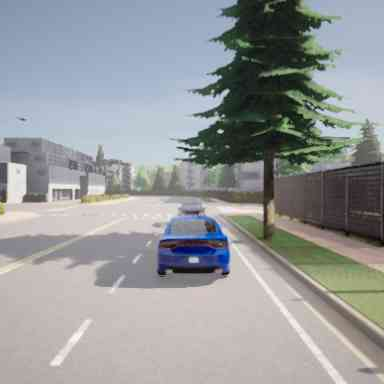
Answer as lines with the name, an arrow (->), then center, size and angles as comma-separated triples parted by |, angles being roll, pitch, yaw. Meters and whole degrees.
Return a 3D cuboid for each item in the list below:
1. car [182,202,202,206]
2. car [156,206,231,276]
car -> -0.014, 1.406, 21.910 | 1.812, 1.442, 4.674 | 0, 0, 0
car -> 0.038, 1.422, 10.198 | 1.882, 1.535, 5.008 | 0, 0, 0
